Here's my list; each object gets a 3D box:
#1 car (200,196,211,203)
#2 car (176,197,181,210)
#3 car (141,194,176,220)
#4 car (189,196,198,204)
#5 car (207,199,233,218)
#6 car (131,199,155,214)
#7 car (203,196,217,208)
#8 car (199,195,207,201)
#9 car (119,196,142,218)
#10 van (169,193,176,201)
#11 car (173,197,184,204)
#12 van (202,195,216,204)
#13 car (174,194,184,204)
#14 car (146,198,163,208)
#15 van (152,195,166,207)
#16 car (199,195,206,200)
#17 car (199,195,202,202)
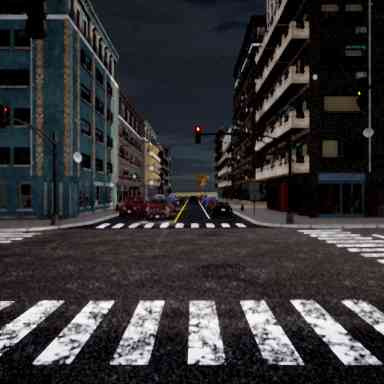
[{"bbox_3d":[2.787,1.502,69.037,2.008,1.369,4.403,0,0,0],"label":"car"},{"bbox_3d":[-2.728,1.472,38.013,2.128,1.511,4.902,0,0,0],"label":"car"},{"bbox_3d":[-2.728,1.339,28.173,2.097,1.767,4.553,0,0,0],"label":"car"},{"bbox_3d":[0.305,1.461,64.711,1.837,1.490,4.892,0,0,0],"label":"car"},{"bbox_3d":[2.662,1.552,30.173,1.947,1.339,4.313,0,0,0],"label":"car"},{"bbox_3d":[-5.200,1.527,35.749,1.887,1.381,4.507,0,0,0],"label":"car"},{"bbox_3d":[2.698,1.559,41.277,1.802,1.307,4.206,0,0,0],"label":"car"},{"bbox_3d":[2.840,1.476,85.693,1.887,1.381,4.507,0,0,0],"label":"car"},{"bbox_3d":[-5.218,1.301,30.197,2.192,1.841,5.009,0,0,0],"label":"car"},{"bbox_3d":[-5.039,1.273,85.717,1.690,1.788,3.998,0,0,0],"label":"van"},{"bbox_3d":[-2.544,1.588,64.469,1.895,1.301,4.718,0,0,0],"label":"car"},{"bbox_3d":[2.717,1.314,46.829,1.690,1.788,3.998,0,0,0],"label":"van"},{"bbox_3d":[-2.688,1.463,48.696,2.128,1.511,4.902,0,0,0],"label":"car"},{"bbox_3d":[-5.164,1.517,46.854,1.887,1.381,4.507,0,0,0],"label":"car"},{"bbox_3d":[-5.146,1.309,52.405,1.690,1.788,3.998,0,0,0],"label":"van"},{"bbox_3d":[2.858,1.469,91.245,1.887,1.381,4.507,0,0,0],"label":"car"},{"bbox_3d":[2.752,1.403,57.932,1.967,1.590,4.097,0,0,0],"label":"car"}]
